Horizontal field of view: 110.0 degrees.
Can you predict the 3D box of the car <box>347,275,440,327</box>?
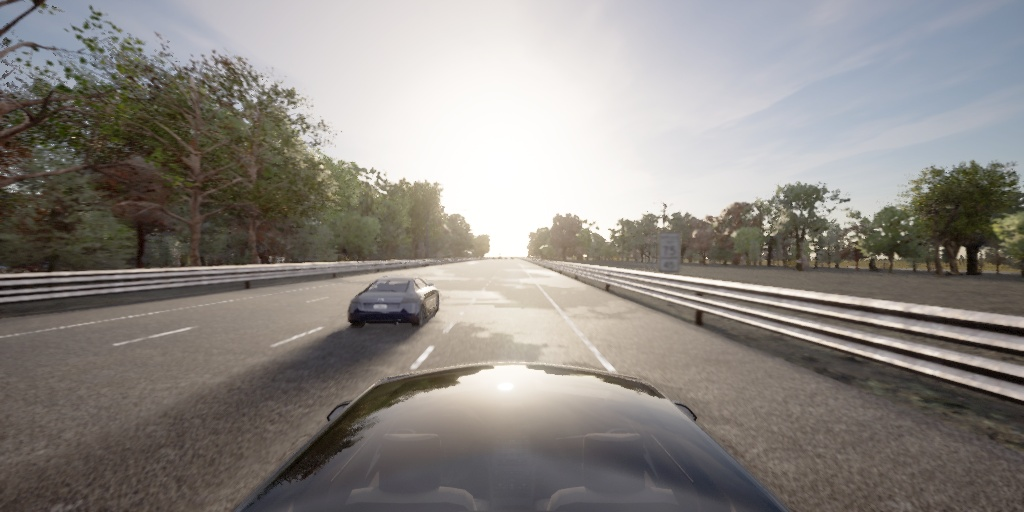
[{"bbox_3d":[-3.527,1.303,11.404,1.994,1.385,4.181,0,0,-2],"label":"car"}]
